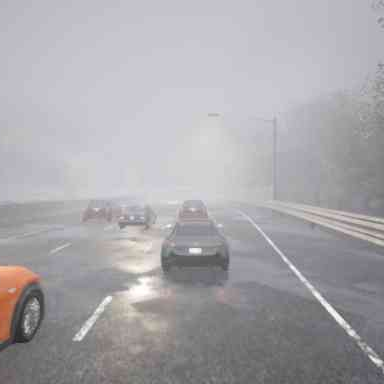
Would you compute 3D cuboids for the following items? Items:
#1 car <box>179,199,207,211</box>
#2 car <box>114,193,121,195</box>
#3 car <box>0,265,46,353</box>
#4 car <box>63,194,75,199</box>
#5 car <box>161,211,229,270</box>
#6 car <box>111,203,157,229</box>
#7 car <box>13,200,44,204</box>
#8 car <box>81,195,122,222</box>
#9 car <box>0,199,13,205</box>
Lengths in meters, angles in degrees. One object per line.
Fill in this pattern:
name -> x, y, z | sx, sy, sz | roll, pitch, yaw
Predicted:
car -> 0.096, 1.329, 26.183 | 2.097, 1.767, 4.553 | 0, 0, 0
car -> -17.491, 1.101, 77.945 | 1.837, 1.490, 4.892 | 0, 0, 0
car -> -3.429, 1.347, 3.561 | 2.097, 1.767, 4.553 | 0, 0, 0
car -> -27.991, 1.134, 76.115 | 1.837, 1.490, 4.892 | 0, 0, 0
car -> 0.094, 1.552, 10.995 | 1.994, 1.385, 4.181 | 0, 0, 0
car -> -3.411, 1.527, 21.456 | 2.033, 1.411, 5.357 | 0, 0, 0
car -> -17.583, 1.535, 37.054 | 1.994, 1.385, 4.181 | 0, 0, 0
car -> -6.904, 1.328, 26.185 | 2.097, 1.767, 4.553 | 0, 0, 0
car -> -21.085, 1.518, 36.871 | 2.033, 1.411, 5.357 | 0, 0, 0
